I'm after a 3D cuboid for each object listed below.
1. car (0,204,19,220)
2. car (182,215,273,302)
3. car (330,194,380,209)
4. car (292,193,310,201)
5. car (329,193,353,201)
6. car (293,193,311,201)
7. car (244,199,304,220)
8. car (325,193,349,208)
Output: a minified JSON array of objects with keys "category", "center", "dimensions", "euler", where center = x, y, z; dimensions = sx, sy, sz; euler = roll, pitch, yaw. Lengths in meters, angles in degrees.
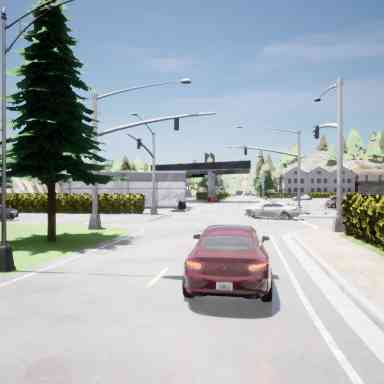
[{"category":"car","center":[-16.205,1.491,26.282],"dimensions":[4.902,1.511,2.128],"euler":[0,0,9]},{"category":"car","center":[0.941,1.526,8.249],"dimensions":[1.812,1.442,4.674],"euler":[0,0,9]},{"category":"car","center":[19.087,1.339,38.929],"dimensions":[4.514,1.523,2.007],"euler":[0,0,9]},{"category":"car","center":[24.912,1.361,75.867],"dimensions":[3.806,1.475,1.970],"euler":[0,0,9]},{"category":"car","center":[33.290,1.097,74.560],"dimensions":[4.605,1.855,1.932],"euler":[0,0,9]},{"category":"car","center":[26.042,1.077,79.052],"dimensions":[3.866,1.878,1.905],"euler":[0,0,9]},{"category":"car","center":[6.675,1.525,27.771],"dimensions":[4.674,1.442,1.812],"euler":[0,1,29]},{"category":"car","center":[19.533,1.330,42.034],"dimensions":[5.027,1.636,2.152],"euler":[0,0,9]}]
